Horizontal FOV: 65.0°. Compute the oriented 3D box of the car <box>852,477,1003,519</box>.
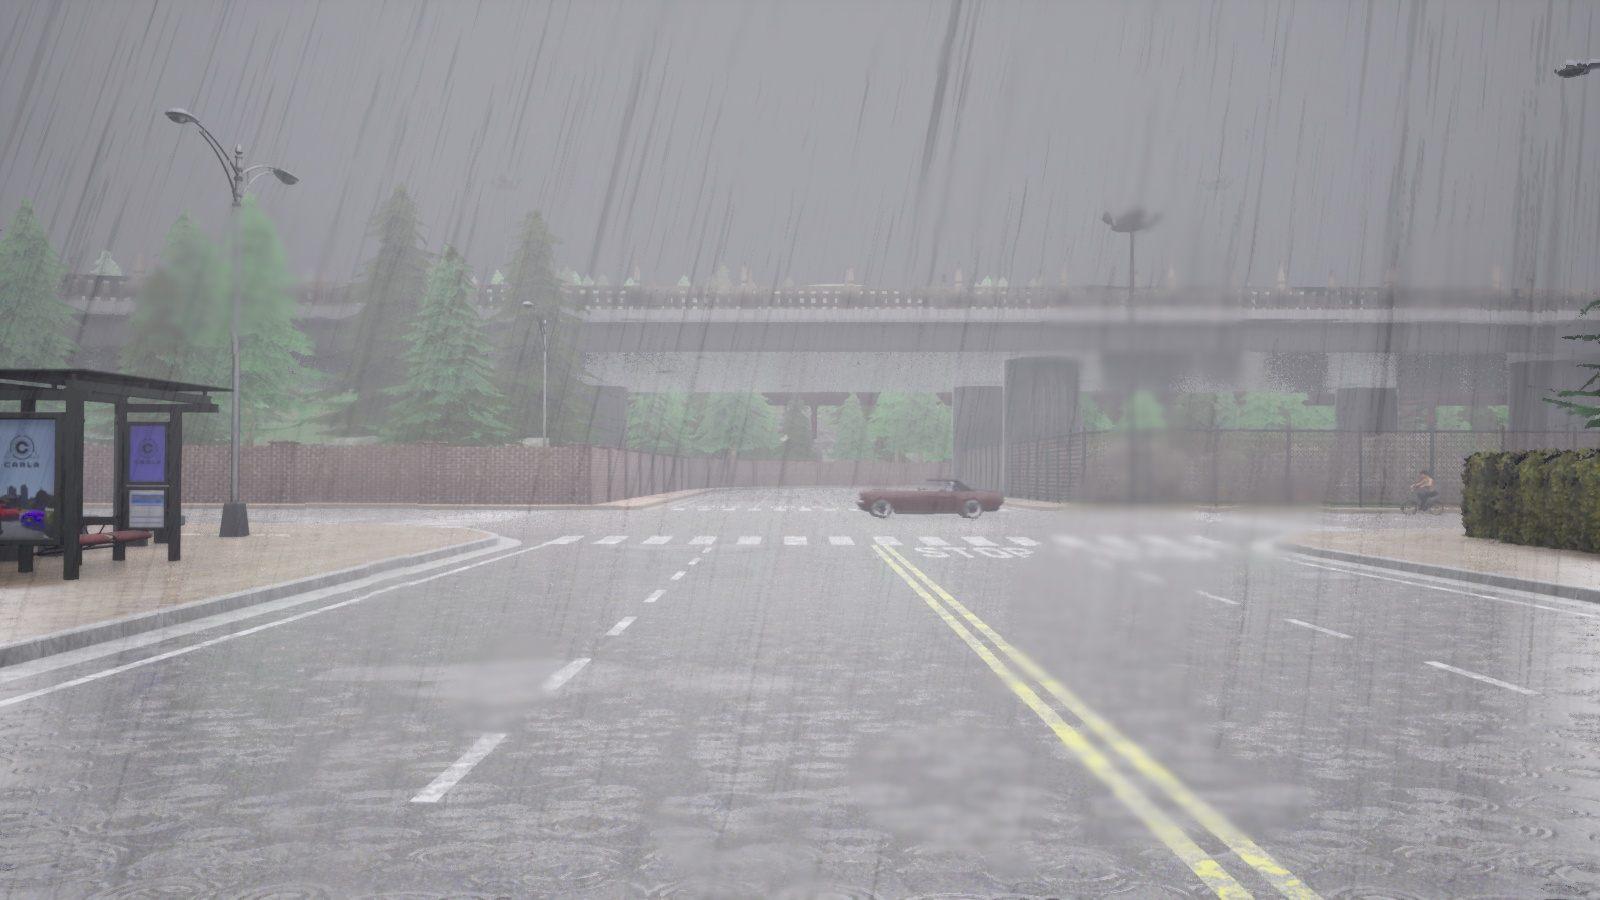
[{"bbox_3d":[4.100,1.542,40.842,4.718,1.301,1.895,0,-1,0],"label":"car"}]

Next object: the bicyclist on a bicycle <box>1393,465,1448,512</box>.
[{"bbox_3d":[21.940,1.352,44.407,1.509,1.612,0.866,0,-1,0],"label":"bicyclist on a bicycle"}]
